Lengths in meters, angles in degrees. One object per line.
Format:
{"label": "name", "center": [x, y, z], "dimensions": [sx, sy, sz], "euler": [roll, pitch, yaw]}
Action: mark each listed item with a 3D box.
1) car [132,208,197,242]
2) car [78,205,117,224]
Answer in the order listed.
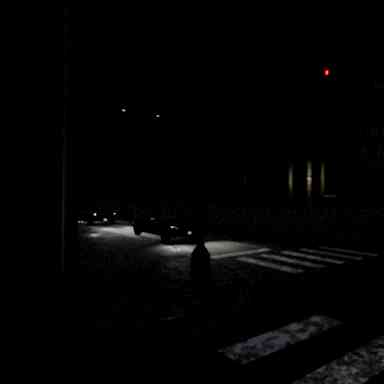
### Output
{"label": "car", "center": [-1.471, 1.587, 17.061], "dimensions": [1.812, 1.442, 4.674], "euler": [1, 0, -36]}
{"label": "car", "center": [-7.406, 1.664, 25.264], "dimensions": [1.895, 1.301, 4.718], "euler": [1, 0, -36]}
